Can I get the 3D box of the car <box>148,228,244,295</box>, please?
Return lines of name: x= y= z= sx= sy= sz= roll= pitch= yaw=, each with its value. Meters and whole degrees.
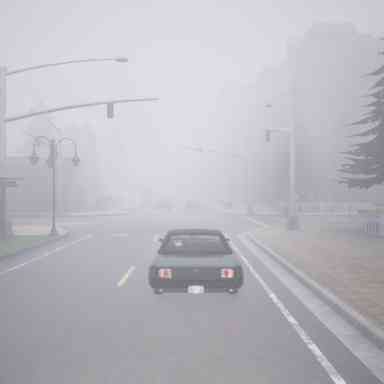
car: x=0.066 y=1.604 z=8.681 sx=1.895 sy=1.301 sz=4.718 roll=0 pitch=0 yaw=0

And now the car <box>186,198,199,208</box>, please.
car: x=0.079 y=1.579 z=48.658 sx=1.994 sy=1.385 sz=4.181 roll=0 pitch=0 yaw=0

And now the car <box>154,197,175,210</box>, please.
car: x=-3.608 y=1.539 z=42.677 sx=1.812 sy=1.442 sz=4.674 roll=0 pitch=0 yaw=1

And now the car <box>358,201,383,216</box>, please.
car: x=16.860 y=1.502 z=28.509 sx=5.008 sy=1.535 sz=1.882 roll=0 pitch=0 yaw=-2

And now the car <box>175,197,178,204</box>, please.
car: x=-3.607 y=1.617 z=51.698 sx=1.895 sy=1.301 sz=4.718 roll=0 pitch=0 yaw=0

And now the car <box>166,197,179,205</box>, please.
car: x=-3.592 y=1.583 z=61.777 sx=1.994 sy=1.385 sz=4.181 roll=0 pitch=0 yaw=0
